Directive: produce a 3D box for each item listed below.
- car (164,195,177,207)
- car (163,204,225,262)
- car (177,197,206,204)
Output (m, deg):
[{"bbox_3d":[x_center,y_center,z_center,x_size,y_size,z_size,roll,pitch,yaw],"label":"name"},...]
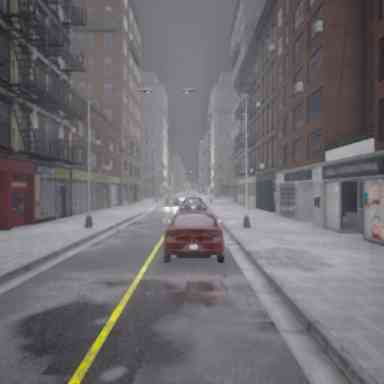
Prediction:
[{"bbox_3d":[-2.775,1.190,46.278,2.128,1.511,4.902,0,0,0],"label":"car"},{"bbox_3d":[0.081,1.400,11.852,1.882,1.535,5.008,0,0,1],"label":"car"},{"bbox_3d":[0.105,1.171,27.457,2.097,1.767,4.553,0,0,0],"label":"car"}]
